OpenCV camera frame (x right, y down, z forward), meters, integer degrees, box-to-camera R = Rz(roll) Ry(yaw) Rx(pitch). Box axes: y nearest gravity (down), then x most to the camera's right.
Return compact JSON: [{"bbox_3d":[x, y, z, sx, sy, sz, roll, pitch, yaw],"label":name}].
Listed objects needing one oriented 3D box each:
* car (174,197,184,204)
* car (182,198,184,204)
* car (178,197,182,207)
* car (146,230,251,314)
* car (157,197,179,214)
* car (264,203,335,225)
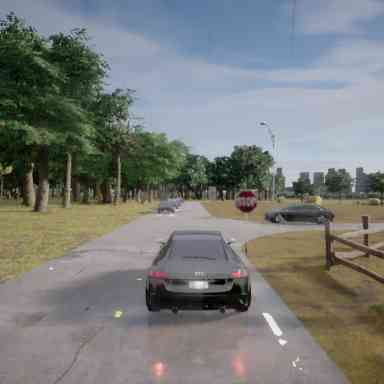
[{"bbox_3d":[-2.744,1.757,71.060,2.128,1.511,4.902,0,-1,0],"label":"car"},{"bbox_3d":[-2.833,1.757,57.479,1.812,1.442,4.674,0,0,1],"label":"car"},{"bbox_3d":[-2.833,1.680,47.438,1.812,1.442,4.674,0,0,0],"label":"car"},{"bbox_3d":[0.106,1.572,7.740,1.994,1.385,4.181,0,0,0],"label":"car"},{"bbox_3d":[-2.821,1.640,37.700,2.033,1.411,5.357,0,0,-1],"label":"car"},{"bbox_3d":[7.765,1.601,24.241,4.892,1.490,1.837,0,-1,6],"label":"car"}]
